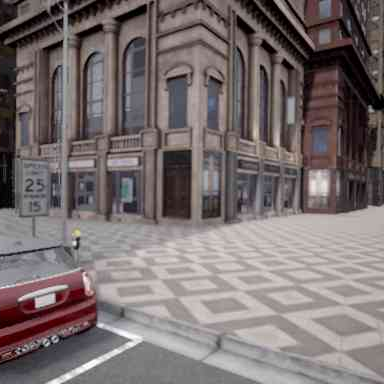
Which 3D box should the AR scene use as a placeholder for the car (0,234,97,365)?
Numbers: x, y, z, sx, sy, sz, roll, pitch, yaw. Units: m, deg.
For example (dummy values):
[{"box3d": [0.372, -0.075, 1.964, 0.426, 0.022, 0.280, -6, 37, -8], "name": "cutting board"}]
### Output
[{"box3d": [-3.472, 1.418, 5.425, 4.097, 1.590, 1.967, 0, 1, 36], "name": "car"}]
